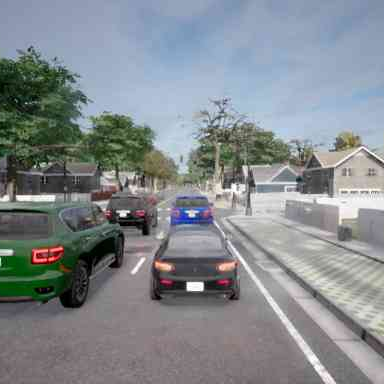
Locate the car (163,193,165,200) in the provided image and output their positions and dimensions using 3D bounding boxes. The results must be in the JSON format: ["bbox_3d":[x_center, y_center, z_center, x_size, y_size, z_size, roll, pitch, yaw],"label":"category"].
[{"bbox_3d":[-6.492,0.850,66.385,2.128,1.511,4.902,0,1,1],"label":"car"}]

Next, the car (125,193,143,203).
[{"bbox_3d":[-9.805,1.036,56.589,2.128,1.511,4.902,0,1,0],"label":"car"}]

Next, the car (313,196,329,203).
[{"bbox_3d":[13.296,1.194,34.409,4.902,1.511,2.128,0,1,-2],"label":"car"}]

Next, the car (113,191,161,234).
[{"bbox_3d":[-3.217,1.156,18.390,2.150,2.045,5.566,0,0,1],"label":"car"}]

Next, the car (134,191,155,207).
[{"bbox_3d":[-6.572,0.883,46.856,2.150,2.045,5.566,0,1,0],"label":"car"}]

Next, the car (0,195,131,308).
[{"bbox_3d":[-3.184,1.208,8.039,2.150,2.045,5.566,0,0,1],"label":"car"}]

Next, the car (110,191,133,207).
[{"bbox_3d":[-9.823,0.882,46.910,2.150,2.045,5.566,0,1,0],"label":"car"}]

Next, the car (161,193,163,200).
[{"bbox_3d":[-6.551,1.114,56.264,1.994,1.385,4.181,0,1,1],"label":"car"}]

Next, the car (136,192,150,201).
[{"bbox_3d":[-9.732,0.845,66.564,2.128,1.511,4.902,0,1,1],"label":"car"}]

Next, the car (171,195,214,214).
[{"bbox_3d":[0.031,1.157,18.264,2.150,2.045,5.566,0,0,1],"label":"car"}]

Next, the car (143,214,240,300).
[{"bbox_3d":[0.070,1.512,8.230,1.812,1.442,4.674,0,0,0],"label":"car"}]
